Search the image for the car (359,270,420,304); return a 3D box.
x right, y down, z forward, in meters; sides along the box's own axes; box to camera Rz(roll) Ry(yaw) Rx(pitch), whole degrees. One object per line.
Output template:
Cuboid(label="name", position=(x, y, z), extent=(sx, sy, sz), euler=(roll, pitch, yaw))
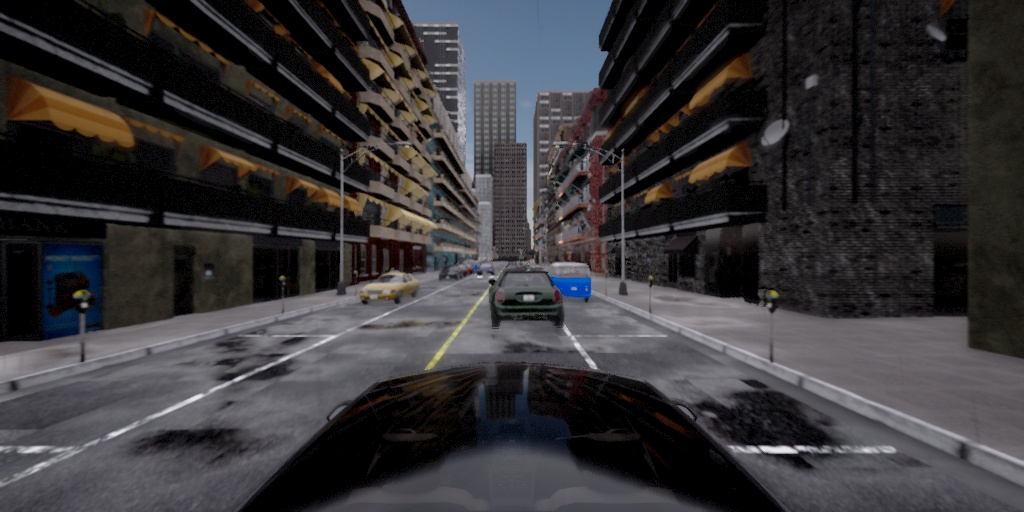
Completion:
Cuboid(label="car", position=(-5.691, 1.393, 17.183), extent=(1.751, 1.417, 4.829), euler=(0, 0, 0))

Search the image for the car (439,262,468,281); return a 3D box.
Cuboid(label="car", position=(-5.689, 1.559, 33.922), extent=(1.948, 1.339, 4.313), euler=(0, 0, 0))

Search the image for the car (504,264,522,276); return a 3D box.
Cuboid(label="car", position=(0.105, 1.630, 43.407), extent=(1.994, 1.385, 4.181), euler=(0, 0, 0))

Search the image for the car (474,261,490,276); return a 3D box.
Cuboid(label="car", position=(-3.053, 1.585, 42.559), extent=(1.812, 1.442, 4.674), euler=(0, -1, 0))

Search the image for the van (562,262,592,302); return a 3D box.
Cuboid(label="van", position=(2.690, 1.208, 17.340), extent=(1.690, 1.789, 3.998), euler=(0, 0, 0))

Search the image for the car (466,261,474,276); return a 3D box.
Cuboid(label="car", position=(-5.689, 1.581, 39.446), extent=(1.888, 1.381, 4.507), euler=(0, 0, 0))

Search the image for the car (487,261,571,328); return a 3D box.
Cuboid(label="car", position=(0.321, 1.178, 11.917), extent=(2.097, 1.767, 4.553), euler=(0, 0, -4))
